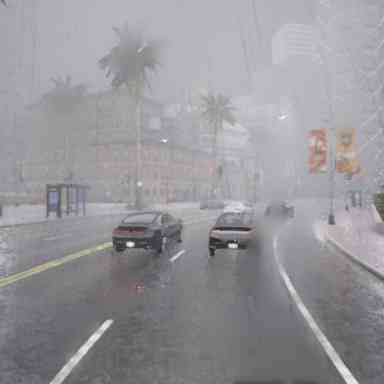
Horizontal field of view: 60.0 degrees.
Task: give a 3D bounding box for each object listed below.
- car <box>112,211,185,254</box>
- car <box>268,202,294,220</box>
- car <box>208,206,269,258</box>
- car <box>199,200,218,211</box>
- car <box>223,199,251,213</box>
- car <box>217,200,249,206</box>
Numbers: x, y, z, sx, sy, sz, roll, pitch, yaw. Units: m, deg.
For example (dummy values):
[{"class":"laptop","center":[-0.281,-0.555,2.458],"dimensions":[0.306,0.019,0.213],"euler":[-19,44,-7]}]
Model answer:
[{"class":"car","center":[-1.613,1.532,13.713],"dimensions":[1.837,1.490,4.892],"euler":[0,0,12]},{"class":"car","center":[7.862,1.626,29.673],"dimensions":[1.837,1.490,4.892],"euler":[0,0,26]},{"class":"car","center":[1.822,1.536,13.131],"dimensions":[2.128,1.511,4.902],"euler":[0,0,12]},{"class":"car","center":[2.591,1.688,42.658],"dimensions":[1.994,1.385,4.181],"euler":[0,0,29]},{"class":"car","center":[5.610,1.663,40.888],"dimensions":[1.812,1.442,4.674],"euler":[0,0,29]},{"class":"car","center":[4.229,1.628,30.186],"dimensions":[1.812,1.442,4.674],"euler":[0,0,26]}]
